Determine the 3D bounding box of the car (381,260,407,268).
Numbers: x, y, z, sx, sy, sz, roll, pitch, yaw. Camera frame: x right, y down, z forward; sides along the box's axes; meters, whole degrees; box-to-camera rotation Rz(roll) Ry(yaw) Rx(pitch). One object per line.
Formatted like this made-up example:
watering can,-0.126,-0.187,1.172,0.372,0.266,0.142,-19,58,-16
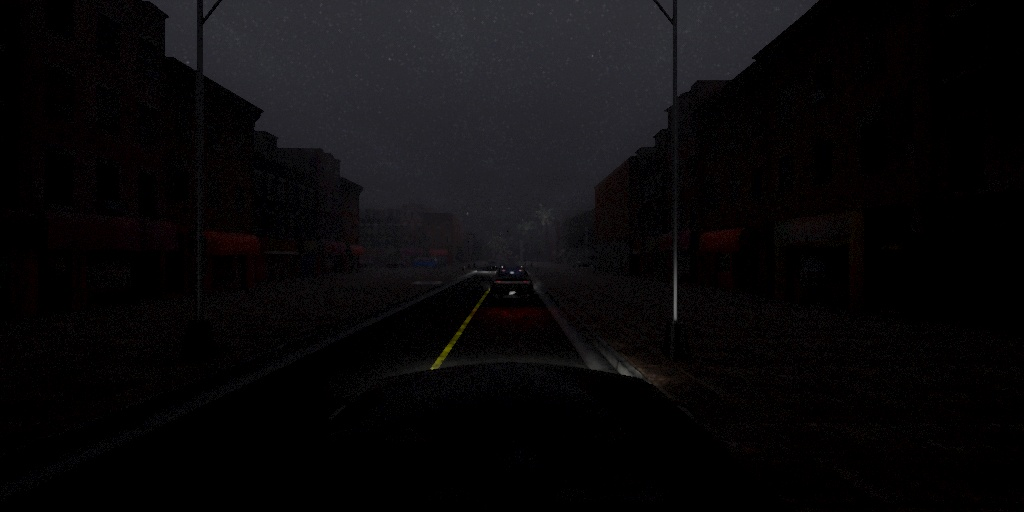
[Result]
car,-20.219,1.332,61.169,4.097,1.591,1.967,0,0,0

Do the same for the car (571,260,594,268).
car,12.259,1.362,61.325,4.403,1.370,2.007,0,0,0

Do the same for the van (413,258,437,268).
van,-14.743,1.218,61.195,3.998,1.789,1.690,0,0,0

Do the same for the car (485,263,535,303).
car,0.000,1.252,16.500,2.128,1.511,4.902,0,0,0

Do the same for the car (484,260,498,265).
car,-2.750,1.374,50.502,1.837,1.490,4.892,0,0,0
